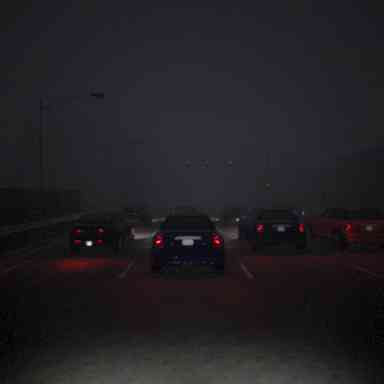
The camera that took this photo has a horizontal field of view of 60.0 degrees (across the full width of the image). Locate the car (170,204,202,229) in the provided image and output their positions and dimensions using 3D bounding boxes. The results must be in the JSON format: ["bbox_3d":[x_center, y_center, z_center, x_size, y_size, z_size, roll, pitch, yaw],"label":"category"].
[{"bbox_3d":[-0.429,1.662,23.716,2.033,1.411,5.357,0,0,-1],"label":"car"}]

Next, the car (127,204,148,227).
[{"bbox_3d":[-3.932,1.624,23.965,1.837,1.490,4.892,0,0,-1],"label":"car"}]

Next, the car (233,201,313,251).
[{"bbox_3d":[3.298,1.419,14.558,2.097,1.767,4.553,0,0,-1],"label":"car"}]

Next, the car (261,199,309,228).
[{"bbox_3d":[6.566,1.463,24.029,2.097,1.767,4.553,0,0,-1],"label":"car"}]

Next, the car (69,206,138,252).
[{"bbox_3d":[-3.695,1.577,14.227,1.837,1.490,4.892,0,0,-1],"label":"car"}]

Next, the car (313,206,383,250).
[{"bbox_3d":[6.791,1.419,14.921,2.097,1.767,4.553,0,0,-1],"label":"car"}]

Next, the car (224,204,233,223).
[{"bbox_3d":[3.063,1.620,24.334,1.837,1.490,4.892,0,0,-1],"label":"car"}]

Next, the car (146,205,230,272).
[{"bbox_3d":[-0.144,1.405,11.149,2.097,1.767,4.553,0,0,-1],"label":"car"}]
